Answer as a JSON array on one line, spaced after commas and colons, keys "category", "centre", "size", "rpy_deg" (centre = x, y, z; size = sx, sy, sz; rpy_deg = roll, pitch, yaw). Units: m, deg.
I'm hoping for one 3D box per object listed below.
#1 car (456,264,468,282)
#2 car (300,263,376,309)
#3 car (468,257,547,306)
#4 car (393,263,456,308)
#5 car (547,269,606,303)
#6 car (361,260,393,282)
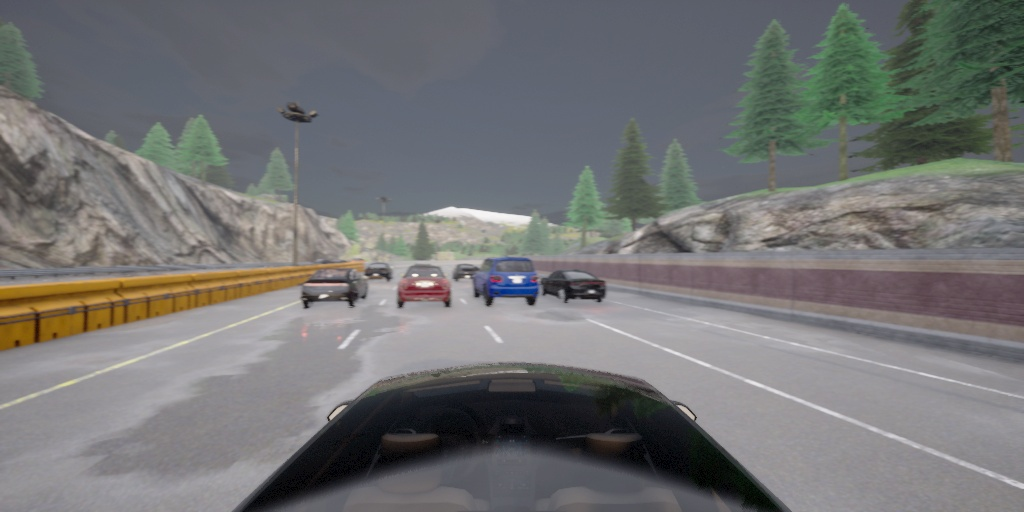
[{"category": "car", "centre": [-4.181, 1.421, 31.395], "size": [1.837, 1.490, 4.892], "rpy_deg": [1, 0, -14]}, {"category": "car", "centre": [-7.301, 1.246, 15.136], "size": [2.128, 1.511, 4.902], "rpy_deg": [1, 0, -14]}, {"category": "car", "centre": [-0.445, 1.070, 16.579], "size": [2.150, 2.045, 5.566], "rpy_deg": [1, 0, -14]}, {"category": "car", "centre": [-3.854, 1.153, 15.783], "size": [2.097, 1.767, 4.553], "rpy_deg": [1, -1, -14]}, {"category": "car", "centre": [2.836, 1.384, 17.884], "size": [1.882, 1.535, 5.008], "rpy_deg": [1, 0, -14]}, {"category": "car", "centre": [-11.010, 1.291, 29.862], "size": [1.882, 1.535, 5.008], "rpy_deg": [1, 0, -14]}]
